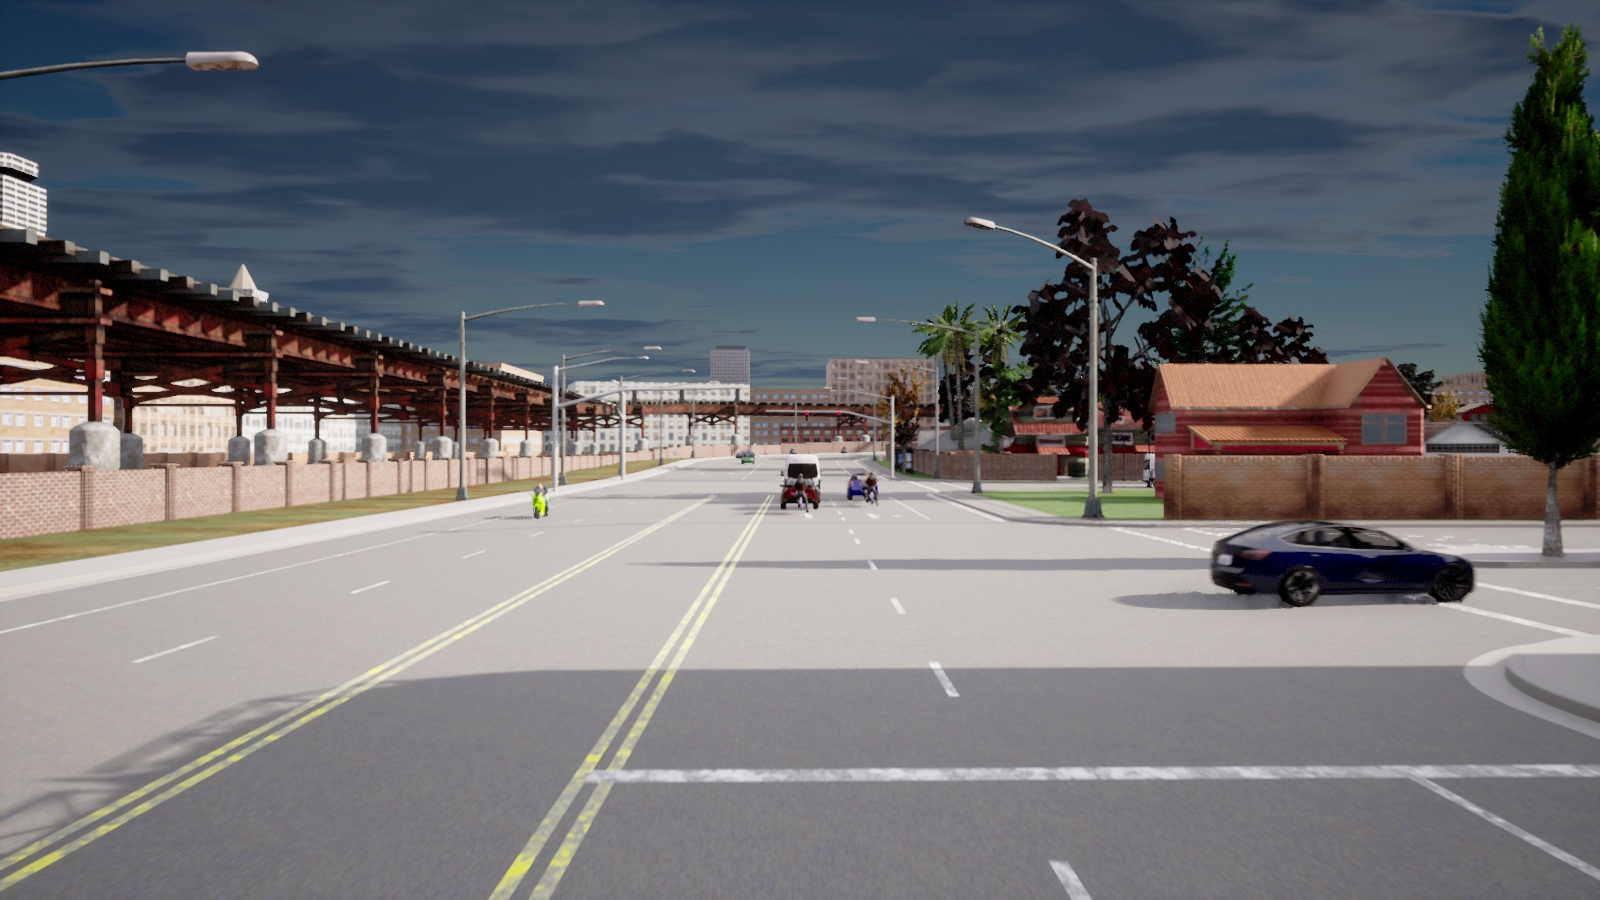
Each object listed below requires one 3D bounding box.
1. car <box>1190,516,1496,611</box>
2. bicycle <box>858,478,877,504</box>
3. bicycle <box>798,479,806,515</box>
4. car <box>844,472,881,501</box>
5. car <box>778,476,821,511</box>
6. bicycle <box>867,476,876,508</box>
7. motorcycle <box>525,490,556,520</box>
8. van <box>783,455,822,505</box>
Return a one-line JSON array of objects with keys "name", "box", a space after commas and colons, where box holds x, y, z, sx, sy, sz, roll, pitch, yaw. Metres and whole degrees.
[{"name": "car", "box": [10.074, 2.064, 21.388, 4.792, 1.488, 2.163, 0, 0, -9]}, {"name": "bicycle", "box": [3.523, 2.150, 59.796, 0.859, 1.301, 1.487, 0, 0, -1]}, {"name": "bicycle", "box": [0.072, 2.049, 49.884, 0.329, 1.496, 1.835, -1, 0, 0]}, {"name": "car", "box": [3.493, 2.043, 64.391, 1.845, 1.501, 3.633, 0, 0, 0]}, {"name": "car", "box": [-0.015, 2.044, 55.090, 2.007, 1.525, 4.514, 0, 0, 0]}, {"name": "bicycle", "box": [3.532, 2.052, 56.167, 0.329, 1.496, 1.835, 0, 0, 0]}, {"name": "motorcycle", "box": [-10.476, 2.216, 46.243, 0.803, 1.145, 2.033, 0, 0, 0]}, {"name": "van", "box": [0.094, 1.539, 62.071, 1.988, 2.561, 5.915, 0, 0, -1]}]
